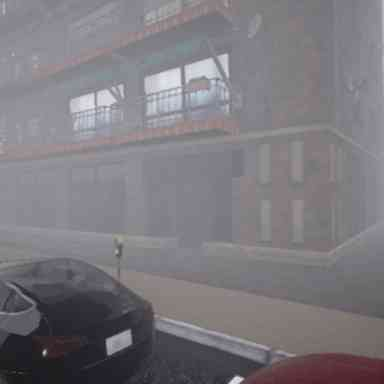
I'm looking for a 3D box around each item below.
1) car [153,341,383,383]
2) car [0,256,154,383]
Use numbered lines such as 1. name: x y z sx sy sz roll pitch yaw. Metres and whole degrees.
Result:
1. car: 2.177 1.541 1.334 4.507 1.381 1.887 0 -1 36
2. car: -2.440 1.582 4.627 4.313 1.339 1.947 0 -1 36
